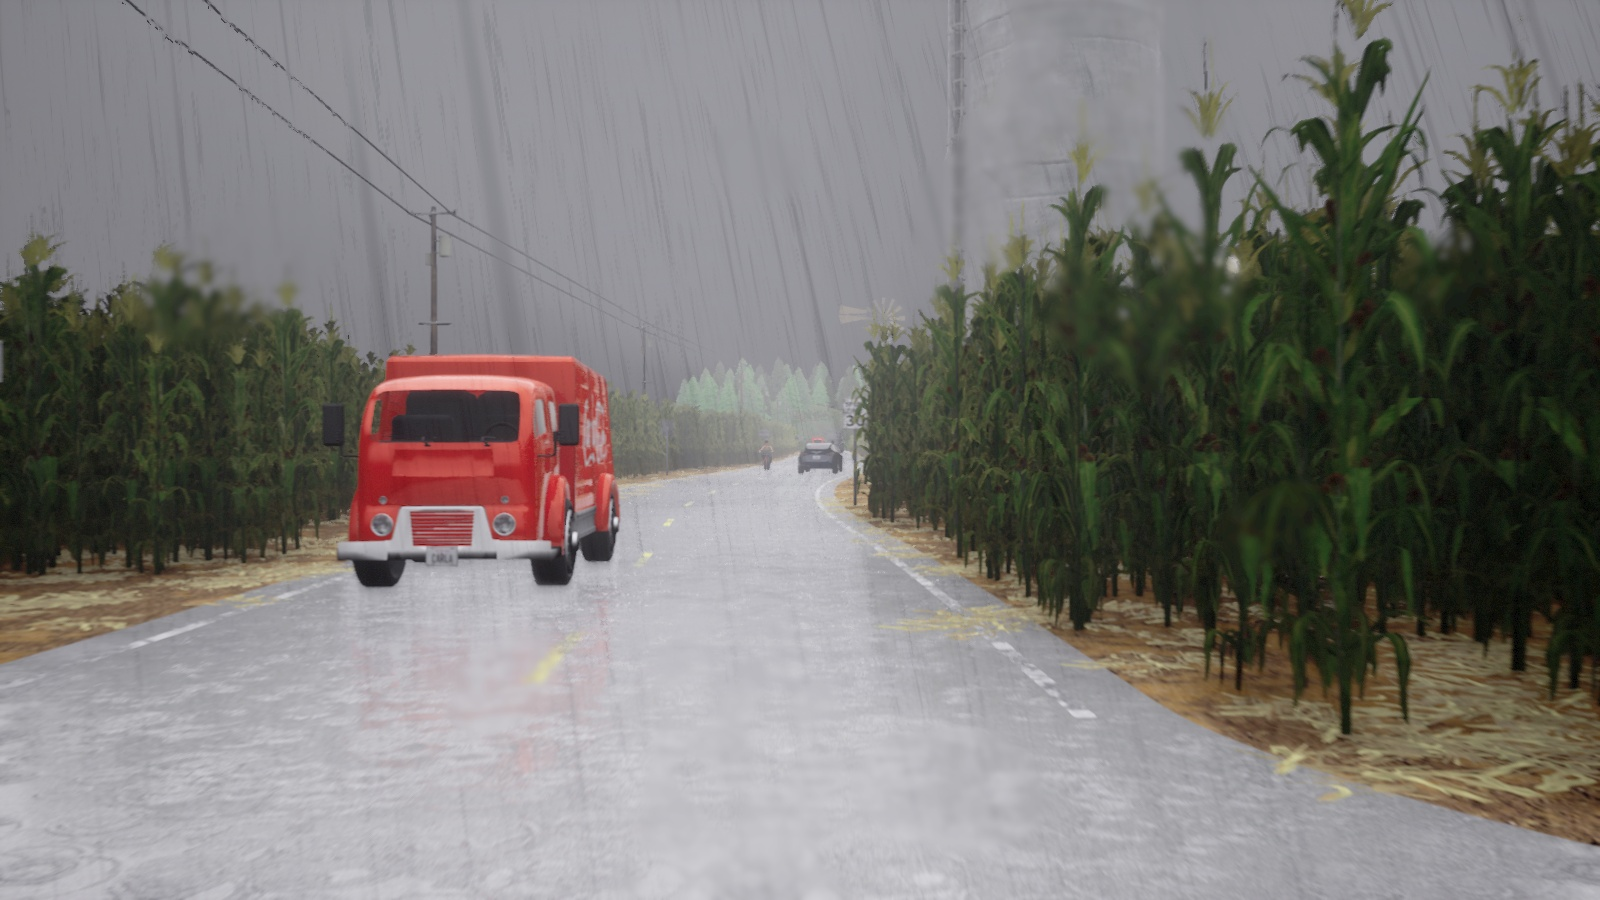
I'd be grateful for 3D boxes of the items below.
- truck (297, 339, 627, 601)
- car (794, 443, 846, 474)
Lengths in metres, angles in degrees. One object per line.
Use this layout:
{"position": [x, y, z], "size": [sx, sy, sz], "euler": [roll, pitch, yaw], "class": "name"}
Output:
{"position": [-3.537, 0.173, 14.465], "size": [2.627, 2.467, 5.204], "euler": [0, 0, -3], "class": "truck"}
{"position": [1.061, 0.384, 62.376], "size": [2.163, 1.488, 4.792], "euler": [0, 0, 6], "class": "car"}
